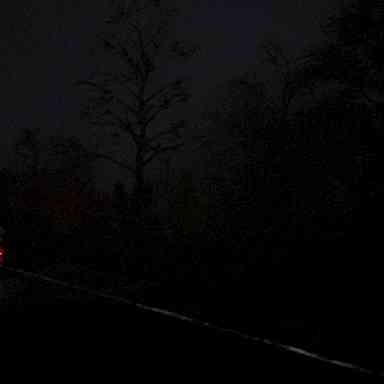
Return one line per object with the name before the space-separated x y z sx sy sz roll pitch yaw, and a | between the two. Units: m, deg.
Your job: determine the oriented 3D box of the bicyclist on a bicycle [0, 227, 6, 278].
bicyclist on a bicycle | -5.554 1.505 9.251 1.509 1.612 0.866 0 -1 36
